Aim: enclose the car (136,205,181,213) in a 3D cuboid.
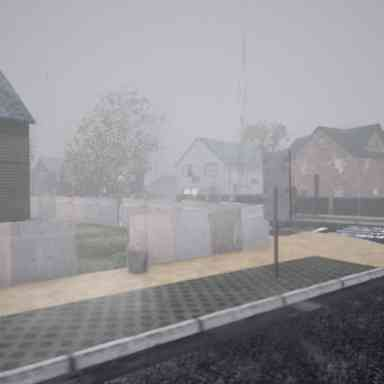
[{"bbox_3d":[-2.342,1.313,24.754,4.718,1.301,1.895,0,1,39],"label":"car"}]
